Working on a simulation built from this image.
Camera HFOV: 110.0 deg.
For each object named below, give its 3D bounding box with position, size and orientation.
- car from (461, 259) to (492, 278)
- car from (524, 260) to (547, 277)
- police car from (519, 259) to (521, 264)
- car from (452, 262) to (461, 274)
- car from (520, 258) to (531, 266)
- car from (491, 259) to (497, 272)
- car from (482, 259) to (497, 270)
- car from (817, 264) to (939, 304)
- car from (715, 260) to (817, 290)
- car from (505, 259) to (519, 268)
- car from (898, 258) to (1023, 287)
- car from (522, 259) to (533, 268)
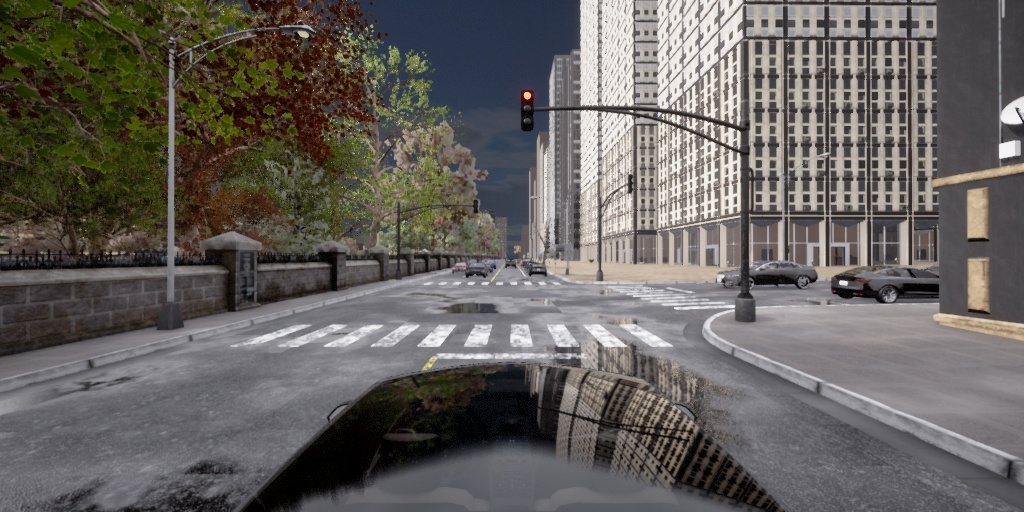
[{"bbox_3d":[-3.265,1.309,34.137,2.033,1.411,5.357,0,0,0],"label":"car"},{"bbox_3d":[2.513,1.329,36.109,1.948,1.339,4.313,0,0,0],"label":"car"},{"bbox_3d":[2.809,1.215,64.533,1.930,1.638,5.238,0,0,0],"label":"police car"},{"bbox_3d":[-5.897,1.349,41.697,1.802,1.307,4.207,0,0,0],"label":"car"},{"bbox_3d":[2.454,1.337,47.374,1.948,1.339,4.313,0,0,0],"label":"car"},{"bbox_3d":[-3.316,1.260,44.155,2.128,1.511,4.902,0,0,0],"label":"car"},{"bbox_3d":[-3.360,1.256,54.521,1.882,1.535,5.008,0,0,0],"label":"car"},{"bbox_3d":[14.627,1.025,13.590,4.313,1.339,1.948,0,0,-1],"label":"car"},{"bbox_3d":[13.651,0.992,19.384,4.902,1.511,2.128,-1,0,0],"label":"car"},{"bbox_3d":[-0.209,1.288,61.488,1.837,1.490,4.892,0,-1,0],"label":"car"},{"bbox_3d":[24.731,0.859,19.490,5.357,1.411,2.033,-1,0,0],"label":"car"},{"bbox_3d":[2.483,1.332,41.741,1.948,1.339,4.313,0,0,0],"label":"car"}]
